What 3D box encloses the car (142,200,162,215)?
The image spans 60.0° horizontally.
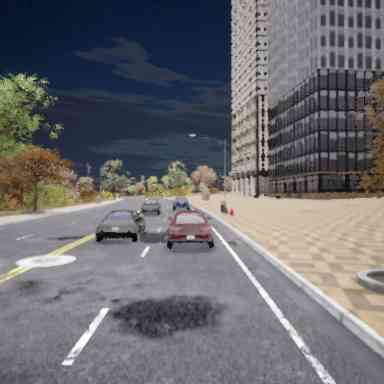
[{"bbox_3d":[-4.121,1.512,34.071,2.128,1.511,4.902,0,0,-3],"label":"car"}]

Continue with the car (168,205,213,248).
[{"bbox_3d":[-0.095,1.523,14.678,1.812,1.442,4.674,0,0,-1],"label":"car"}]

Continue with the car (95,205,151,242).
[{"bbox_3d":[-3.404,1.567,16.543,1.994,1.385,4.181,0,0,-2],"label":"car"}]

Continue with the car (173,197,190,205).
[{"bbox_3d":[-1.452,1.380,43.575,2.097,1.767,4.553,0,0,-4],"label":"car"}]
